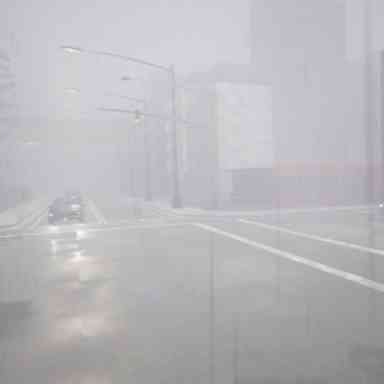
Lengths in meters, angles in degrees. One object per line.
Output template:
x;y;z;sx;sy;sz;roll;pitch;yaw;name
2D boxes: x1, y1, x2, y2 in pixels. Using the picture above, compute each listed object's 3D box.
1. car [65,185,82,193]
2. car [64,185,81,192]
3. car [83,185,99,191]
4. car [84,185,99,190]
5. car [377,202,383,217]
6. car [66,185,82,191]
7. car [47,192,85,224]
-28.658;-0.758;80.555;2.038;1.542;4.974;-2;2;6;car
-15.467;0.265;43.141;1.882;1.535;5.008;-3;2;-19;car
-24.630;-0.929;81.628;2.038;1.542;4.974;-4;3;-39;car
-24.668;-1.087;81.662;1.853;1.218;4.536;-4;3;-39;car
11.370;0.687;16.130;4.718;1.301;1.895;-2;2;-21;car
-28.658;-0.918;80.600;1.853;1.218;4.536;-2;2;6;car
-7.466;0.984;20.043;2.033;1.411;5.357;-2;2;-17;car
